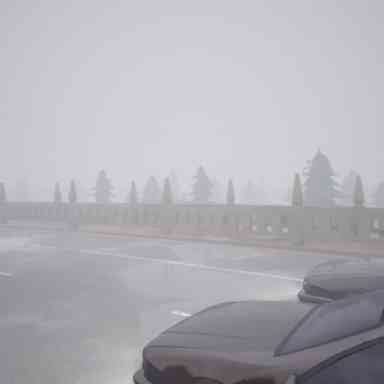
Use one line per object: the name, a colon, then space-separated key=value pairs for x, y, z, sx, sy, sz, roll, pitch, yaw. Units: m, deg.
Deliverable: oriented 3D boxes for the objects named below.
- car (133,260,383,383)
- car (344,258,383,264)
car: x=2.044 y=1.531 z=2.457 sx=5.357 sy=1.411 sz=2.033 roll=0 pitch=0 yaw=35
car: x=4.489 y=1.514 z=5.014 sx=5.357 sy=1.411 sz=2.033 roll=0 pitch=0 yaw=35
